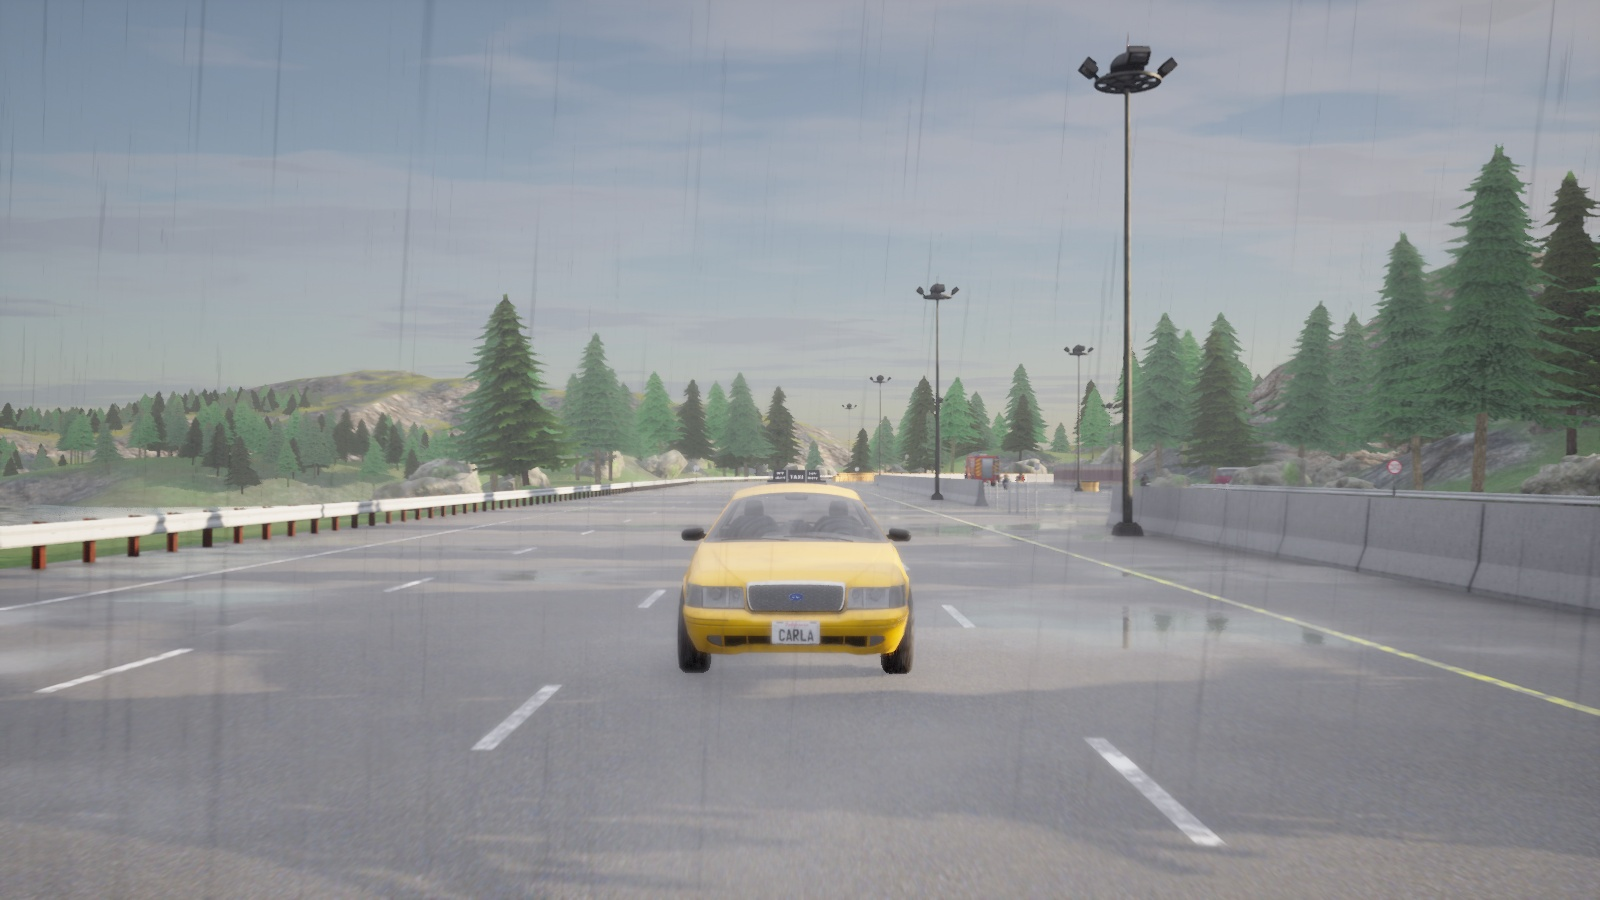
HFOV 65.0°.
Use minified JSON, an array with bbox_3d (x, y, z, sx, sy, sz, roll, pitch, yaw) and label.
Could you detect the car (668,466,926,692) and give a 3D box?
[{"bbox_3d":[-0.027,0.946,11.497,1.801,1.575,5.366,0,-1,0],"label":"car"}]
